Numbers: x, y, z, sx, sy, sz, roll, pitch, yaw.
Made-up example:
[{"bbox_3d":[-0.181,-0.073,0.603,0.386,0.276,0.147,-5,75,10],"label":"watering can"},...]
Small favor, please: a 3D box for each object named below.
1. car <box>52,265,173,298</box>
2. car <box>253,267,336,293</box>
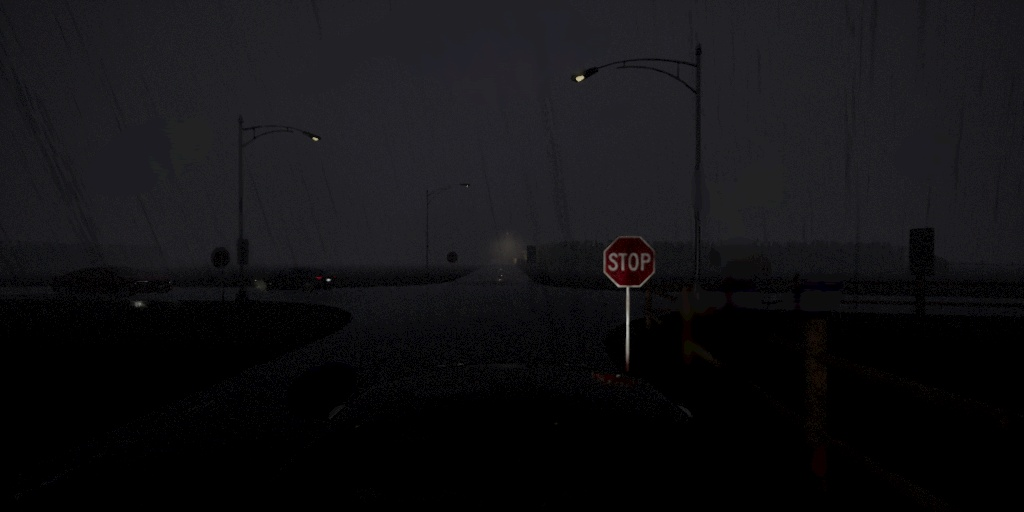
[{"bbox_3d":[-20.105,1.242,18.161,5.008,1.535,1.882,0,0,3],"label":"car"},{"bbox_3d":[-12.290,1.318,20.403,4.181,1.385,1.994,0,0,8],"label":"car"}]
